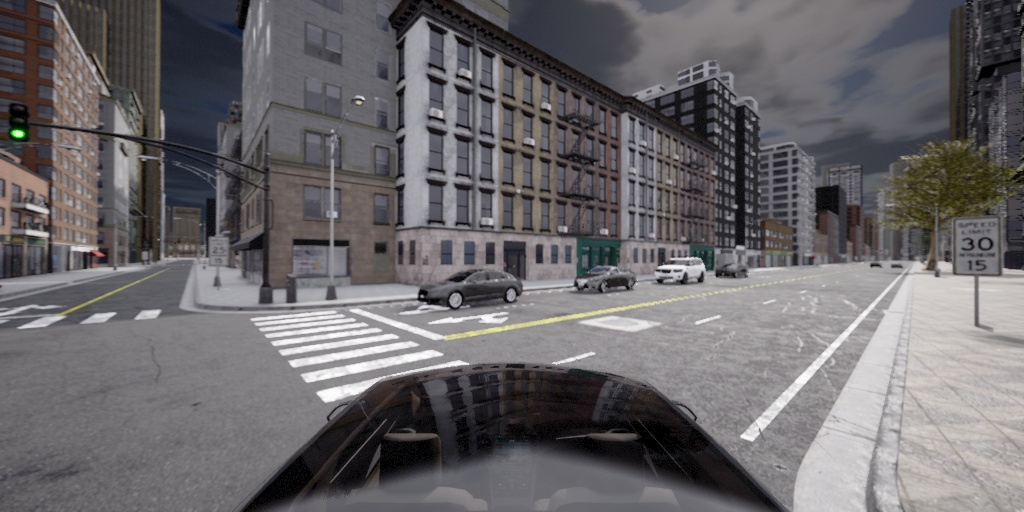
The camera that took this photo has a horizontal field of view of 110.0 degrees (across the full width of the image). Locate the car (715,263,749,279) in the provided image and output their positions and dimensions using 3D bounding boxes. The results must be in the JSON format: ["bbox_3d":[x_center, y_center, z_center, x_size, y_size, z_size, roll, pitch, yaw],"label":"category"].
[{"bbox_3d":[22.763,1.482,37.080,5.008,1.535,1.882,0,0,-41],"label":"car"}]

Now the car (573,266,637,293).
[{"bbox_3d":[5.805,1.373,22.139,4.902,1.511,2.128,0,0,-41],"label":"car"}]

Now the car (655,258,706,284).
[{"bbox_3d":[13.797,1.160,29.222,5.566,2.045,2.150,0,0,-42],"label":"car"}]

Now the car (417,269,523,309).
[{"bbox_3d":[-1.672,1.332,15.519,4.892,1.490,1.837,0,0,-42],"label":"car"}]
